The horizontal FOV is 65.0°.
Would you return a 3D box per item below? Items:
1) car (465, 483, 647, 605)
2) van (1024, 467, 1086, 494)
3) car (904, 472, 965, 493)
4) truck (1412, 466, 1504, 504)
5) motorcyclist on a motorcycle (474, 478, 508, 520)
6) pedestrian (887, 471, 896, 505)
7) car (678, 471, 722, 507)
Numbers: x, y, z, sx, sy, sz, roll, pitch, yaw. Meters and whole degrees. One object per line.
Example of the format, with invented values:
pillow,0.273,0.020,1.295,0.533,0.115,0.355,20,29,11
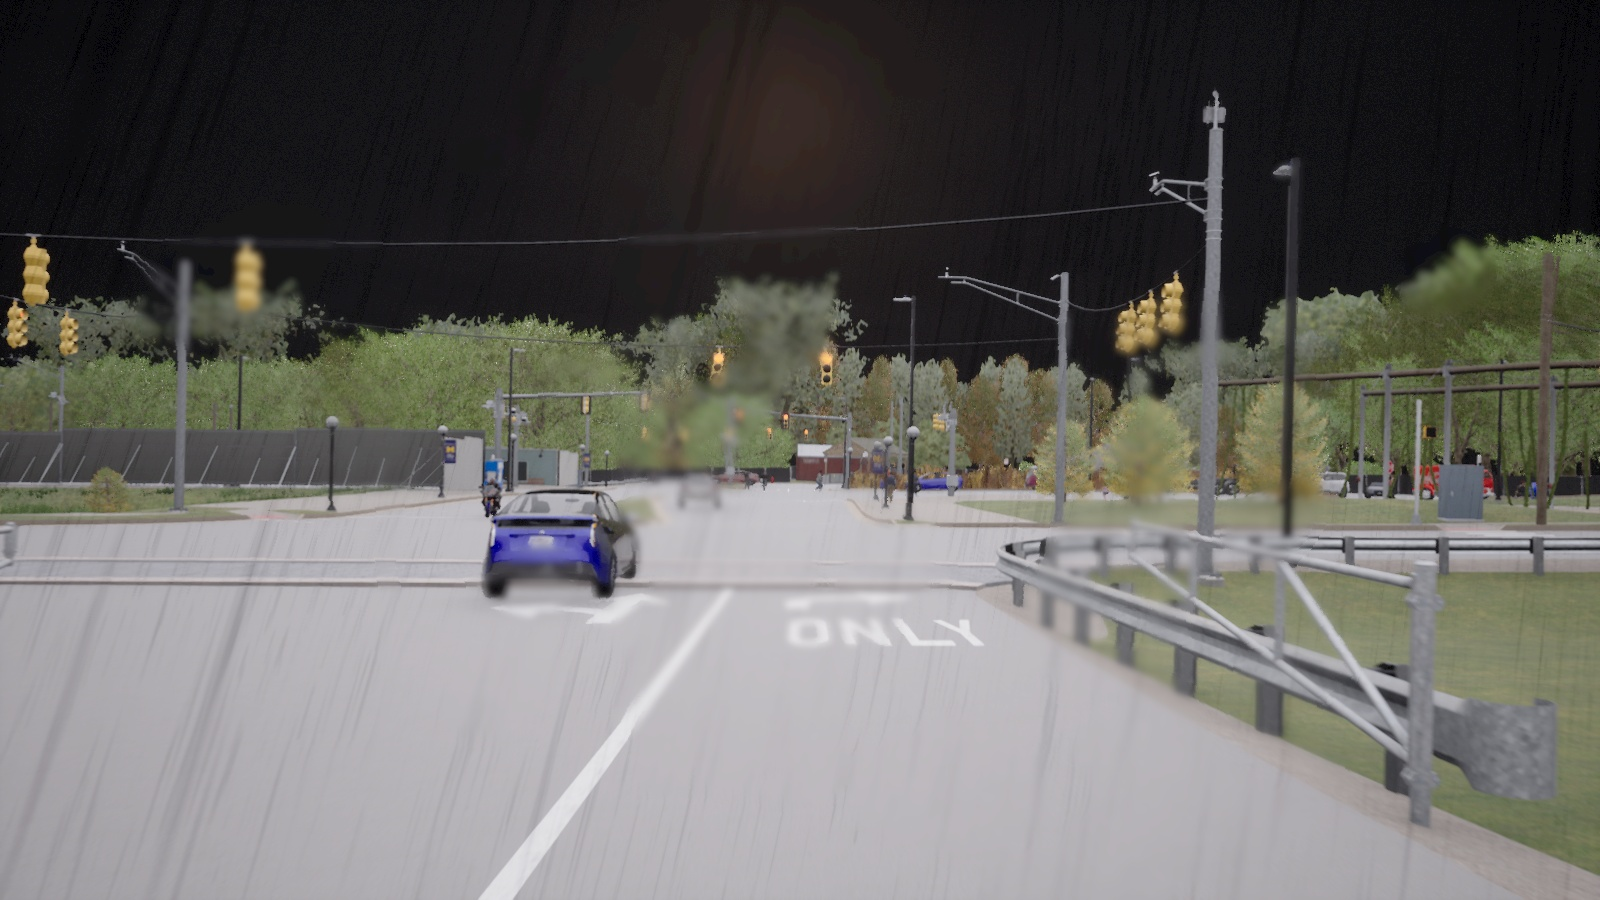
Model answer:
car,-3.534,1.317,19.035,2.007,1.525,4.514,0,0,-2
van,19.750,2.329,97.405,4.442,1.987,1.775,1,0,0
car,10.418,2.513,97.376,4.514,1.525,2.007,0,0,1
truck,44.181,2.339,84.452,2.627,2.467,5.204,0,-2,-14
motorcyclist on a motorcycle,-11.780,1.852,47.991,0.866,1.530,2.191,1,-1,-3
pedestrian,5.463,2.269,75.067,0.423,1.949,0.788,2,0,-4
car,-5.130,1.977,64.530,2.152,1.651,5.027,1,0,-4
